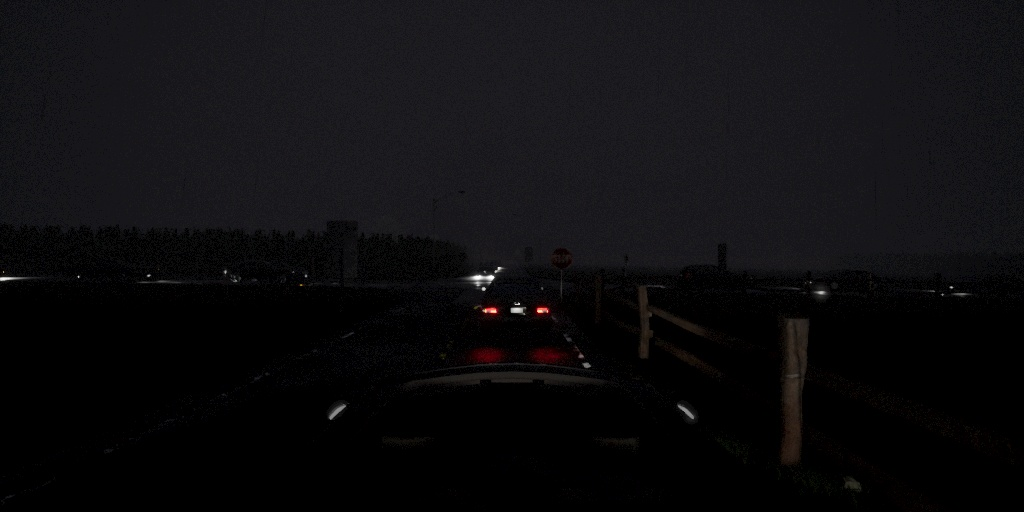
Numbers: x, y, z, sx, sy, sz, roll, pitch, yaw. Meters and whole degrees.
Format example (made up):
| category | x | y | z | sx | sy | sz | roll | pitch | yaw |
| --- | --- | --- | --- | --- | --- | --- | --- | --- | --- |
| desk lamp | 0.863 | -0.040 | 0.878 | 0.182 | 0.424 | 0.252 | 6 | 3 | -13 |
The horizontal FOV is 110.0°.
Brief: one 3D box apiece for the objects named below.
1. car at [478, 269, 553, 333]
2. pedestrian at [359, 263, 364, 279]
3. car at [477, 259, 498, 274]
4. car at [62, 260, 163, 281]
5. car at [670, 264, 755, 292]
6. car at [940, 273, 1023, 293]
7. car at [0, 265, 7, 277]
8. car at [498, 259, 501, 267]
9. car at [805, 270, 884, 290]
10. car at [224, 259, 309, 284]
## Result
| category | x | y | z | sx | sy | sz | roll | pitch | yaw |
| --- | --- | --- | --- | --- | --- | --- | --- | --- | --- |
| car | 0.045 | 1.299 | 10.762 | 2.033 | 1.411 | 5.357 | 0 | 0 | -1 |
| pedestrian | -12.230 | 1.170 | 29.155 | 0.375 | 1.300 | 0.375 | 0 | -2 | 0 |
| car | -2.928 | 1.358 | 40.552 | 1.895 | 1.301 | 4.718 | 0 | 0 | 0 |
| car | -25.611 | 0.912 | 23.113 | 4.718 | 1.301 | 1.895 | 1 | -1 | 0 |
| car | 13.204 | 1.355 | 23.405 | 4.553 | 1.767 | 2.097 | 1 | -1 | 1 |
| car | 34.956 | 1.968 | 26.360 | 5.357 | 1.411 | 2.033 | 1 | -1 | 0 |
| car | -35.632 | 0.699 | 23.070 | 4.181 | 1.385 | 1.994 | 1 | -1 | 0 |
| car | -2.947 | 1.306 | 51.081 | 2.033 | 1.411 | 5.357 | 0 | 0 | 0 |
| car | 24.323 | 1.734 | 26.314 | 4.892 | 1.490 | 1.837 | 1 | -1 | 0 |
| car | -15.702 | 0.978 | 23.125 | 4.902 | 1.511 | 2.128 | 1 | -1 | 1 |
